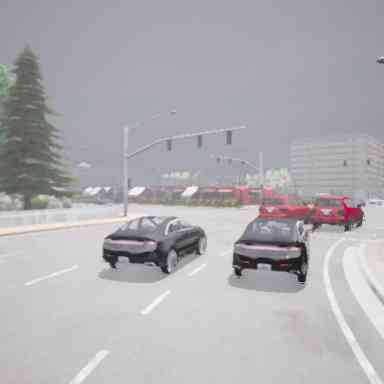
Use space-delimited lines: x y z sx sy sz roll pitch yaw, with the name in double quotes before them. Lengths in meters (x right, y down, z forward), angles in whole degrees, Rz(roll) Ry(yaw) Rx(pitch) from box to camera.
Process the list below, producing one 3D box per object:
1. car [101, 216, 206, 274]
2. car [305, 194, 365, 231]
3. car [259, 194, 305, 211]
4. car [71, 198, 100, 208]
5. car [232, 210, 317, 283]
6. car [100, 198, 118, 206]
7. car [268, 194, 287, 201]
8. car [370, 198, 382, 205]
"car" -0.952 1.508 10.724 2.128 1.511 4.902 0 0 19
"car" 9.493 1.332 21.585 2.150 2.045 5.566 0 0 38
"car" 6.709 1.327 23.688 2.150 2.045 5.566 0 0 38
"car" -14.629 1.624 44.204 4.181 1.385 1.994 0 0 40
"car" 2.515 1.525 9.952 2.128 1.511 4.902 0 0 20
"car" -12.302 1.569 46.823 4.902 1.511 2.128 0 0 40
"car" 23.230 1.510 90.123 4.605 1.855 1.932 0 0 39
"car" 36.852 1.855 66.770 1.812 1.442 4.674 0 0 39
